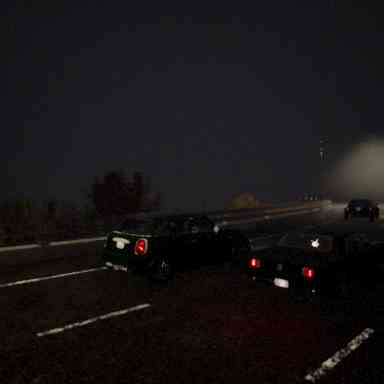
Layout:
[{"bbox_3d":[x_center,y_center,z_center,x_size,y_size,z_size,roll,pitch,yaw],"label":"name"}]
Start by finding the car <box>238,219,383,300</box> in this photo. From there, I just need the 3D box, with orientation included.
[{"bbox_3d":[3.426,1.588,8.443,1.895,1.301,4.718,0,0,45],"label":"car"}]

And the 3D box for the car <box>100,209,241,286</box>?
[{"bbox_3d":[-0.260,1.344,9.784,4.553,1.767,2.097,0,0,-44],"label":"car"}]

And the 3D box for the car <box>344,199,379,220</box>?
[{"bbox_3d":[13.695,1.306,26.717,2.097,1.767,4.553,0,0,34],"label":"car"}]
